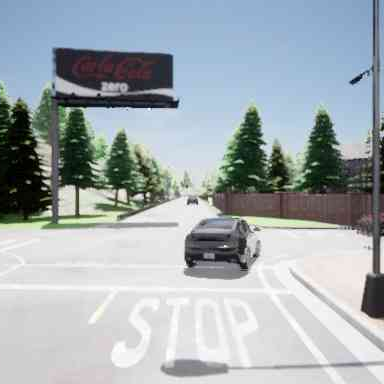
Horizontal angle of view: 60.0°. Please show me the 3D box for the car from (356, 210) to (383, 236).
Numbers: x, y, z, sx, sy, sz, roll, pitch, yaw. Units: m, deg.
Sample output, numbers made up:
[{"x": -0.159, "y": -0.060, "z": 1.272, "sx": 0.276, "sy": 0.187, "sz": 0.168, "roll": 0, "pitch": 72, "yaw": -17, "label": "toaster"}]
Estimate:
[{"x": 12.118, "y": 1.579, "z": 19.454, "sx": 4.553, "sy": 1.767, "sz": 2.097, "roll": 0, "pitch": 0, "yaw": 1, "label": "car"}]

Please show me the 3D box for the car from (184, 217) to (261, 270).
[{"x": 1.168, "y": 1.619, "z": 11.320, "sx": 1.837, "sy": 1.490, "sz": 4.892, "roll": -2, "pitch": -4, "yaw": 17, "label": "car"}]

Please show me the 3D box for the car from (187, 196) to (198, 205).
[{"x": 0.110, "y": 1.516, "z": 64.219, "sx": 2.097, "sy": 1.767, "sz": 4.553, "roll": 0, "pitch": 0, "yaw": 0, "label": "car"}]
